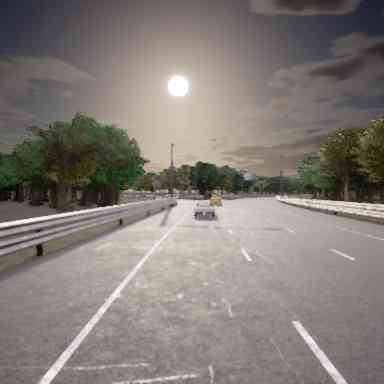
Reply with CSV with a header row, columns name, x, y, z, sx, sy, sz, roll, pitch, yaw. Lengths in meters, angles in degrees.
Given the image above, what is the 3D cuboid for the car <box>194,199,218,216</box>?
name,x,y,z,sx,sy,sz,roll,pitch,yaw
car,1.308,1.606,32.236,1.895,1.301,4.718,0,0,5

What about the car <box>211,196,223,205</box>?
name,x,y,z,sx,sy,sz,roll,pitch,yaw
car,4.331,1.486,58.640,1.882,1.535,5.008,0,0,8
